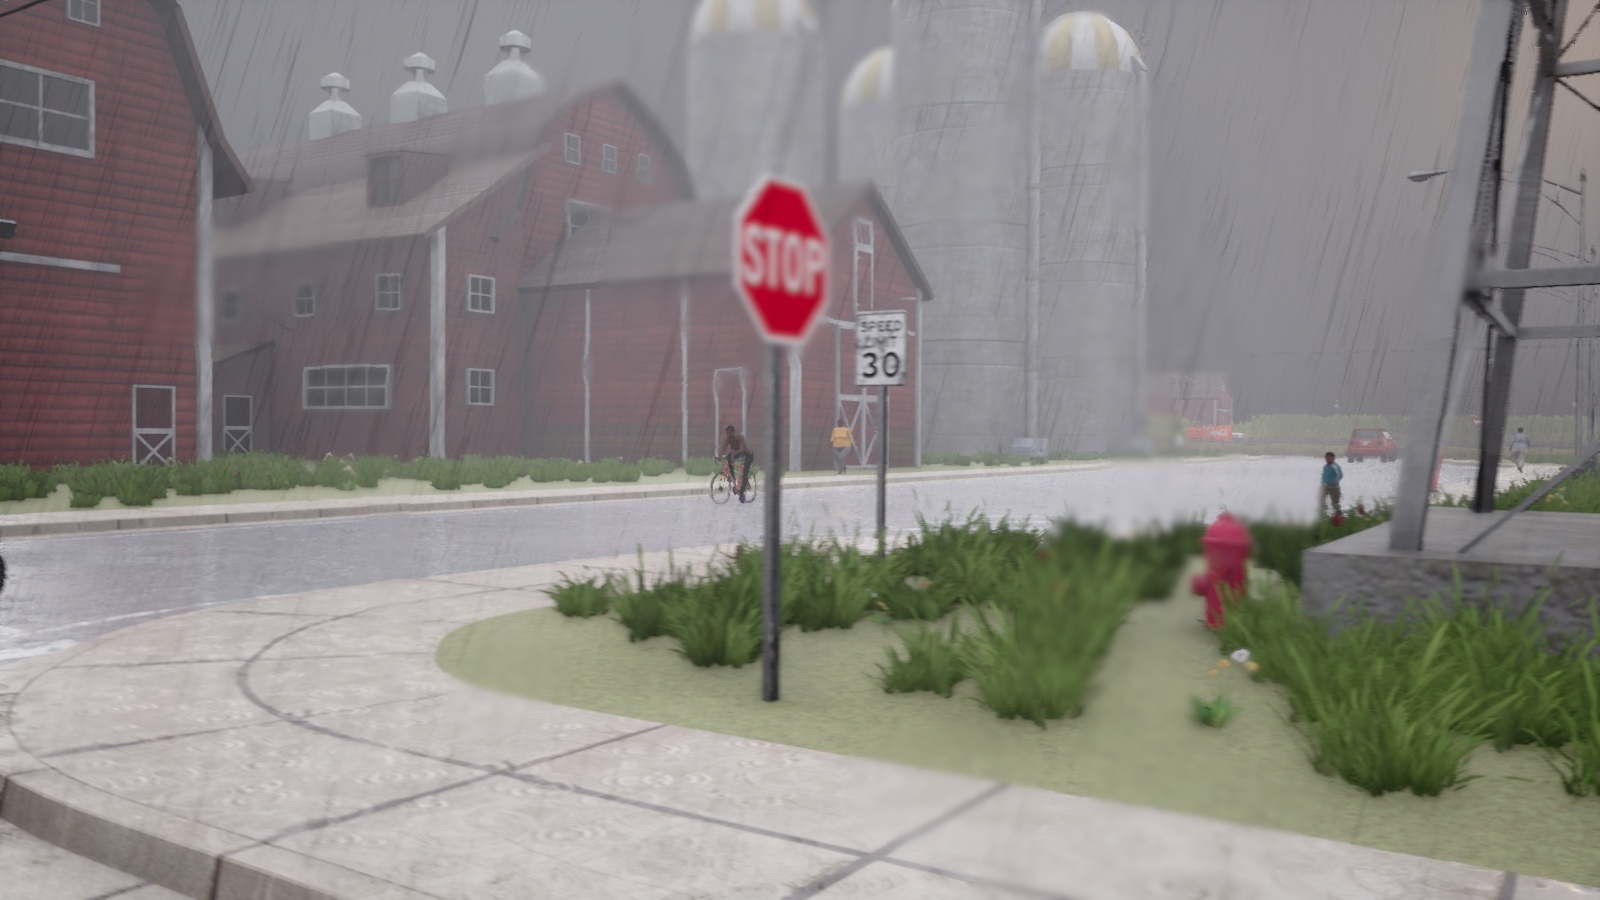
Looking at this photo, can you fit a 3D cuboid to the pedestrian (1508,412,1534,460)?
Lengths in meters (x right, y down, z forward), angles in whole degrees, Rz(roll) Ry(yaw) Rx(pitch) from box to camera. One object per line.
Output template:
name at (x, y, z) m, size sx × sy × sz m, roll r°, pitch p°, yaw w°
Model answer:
pedestrian at (28.327, -0.544, 49.302) m, size 0.874 × 1.855 × 0.900 m, roll 0°, pitch 1°, yaw 30°

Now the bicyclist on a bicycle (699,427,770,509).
bicyclist on a bicycle at (-1.330, 0.341, 25.761) m, size 0.582 × 1.620 × 1.656 m, roll 0°, pitch 1°, yaw 33°

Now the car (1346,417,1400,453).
car at (34.102, -0.881, 74.692) m, size 2.150 × 2.045 × 5.566 m, roll 0°, pitch 1°, yaw 33°

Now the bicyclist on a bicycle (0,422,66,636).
bicyclist on a bicycle at (-6.499, 0.595, 9.461) m, size 0.866 × 1.612 × 1.509 m, roll 2°, pitch 1°, yaw 12°

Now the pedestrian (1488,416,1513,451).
pedestrian at (37.697, -0.879, 67.617) m, size 0.874 × 1.855 × 0.900 m, roll 0°, pitch 1°, yaw 4°

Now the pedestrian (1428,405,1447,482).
pedestrian at (15.253, -0.163, 30.058) m, size 0.345 × 1.836 × 0.594 m, roll 0°, pitch 1°, yaw 33°

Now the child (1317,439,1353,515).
child at (8.527, 0.416, 20.007) m, size 0.448 × 1.192 × 0.343 m, roll -1°, pitch 1°, yaw -38°

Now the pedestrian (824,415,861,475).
pedestrian at (1.345, -0.167, 39.284) m, size 0.874 × 1.855 × 0.900 m, roll 0°, pitch 1°, yaw 24°

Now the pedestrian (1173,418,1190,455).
pedestrian at (20.559, -0.727, 67.662) m, size 0.659 × 1.952 × 0.873 m, roll 0°, pitch 1°, yaw 36°
